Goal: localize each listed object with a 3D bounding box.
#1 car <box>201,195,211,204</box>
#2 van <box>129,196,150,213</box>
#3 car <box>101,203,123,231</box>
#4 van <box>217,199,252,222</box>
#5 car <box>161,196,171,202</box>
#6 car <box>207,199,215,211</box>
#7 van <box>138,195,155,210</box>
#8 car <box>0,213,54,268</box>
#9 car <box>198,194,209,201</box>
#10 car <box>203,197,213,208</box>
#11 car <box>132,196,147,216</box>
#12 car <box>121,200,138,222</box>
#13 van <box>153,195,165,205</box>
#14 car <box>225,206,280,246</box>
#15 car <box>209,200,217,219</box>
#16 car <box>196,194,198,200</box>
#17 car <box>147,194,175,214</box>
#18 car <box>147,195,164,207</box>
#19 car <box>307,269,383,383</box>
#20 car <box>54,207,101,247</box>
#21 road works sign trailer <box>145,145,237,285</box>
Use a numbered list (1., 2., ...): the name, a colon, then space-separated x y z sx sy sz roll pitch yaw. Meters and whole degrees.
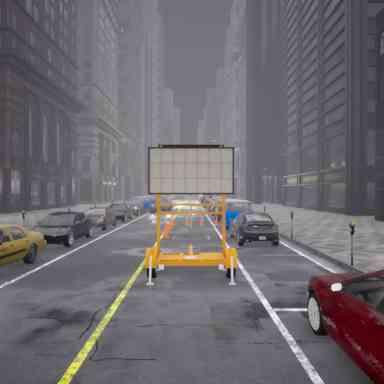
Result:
1. car: 2.648 1.576 48.894 1.887 1.381 4.507 0 0 0
2. van: -5.851 1.360 37.587 1.690 1.788 3.998 0 0 0
3. car: -5.811 1.588 20.677 1.802 1.307 4.206 0 0 0
4. van: 2.713 1.347 20.713 1.690 1.788 3.998 0 0 0
5. car: -5.943 1.616 77.042 1.887 1.381 4.507 0 0 0
6. car: 2.687 1.596 31.986 1.802 1.307 4.206 0 0 0
7. van: -5.865 1.366 43.223 1.690 1.788 3.998 0 0 0
8. car: -5.785 1.526 9.233 1.752 1.417 4.829 0 0 0
9. car: 2.621 1.360 60.167 2.192 1.841 5.009 0 0 0
10. car: 2.674 1.570 37.622 2.008 1.369 4.403 0 0 0
11. car: -5.838 1.454 31.950 1.967 1.590 4.097 0 0 0
12. car: -5.825 1.575 26.313 1.947 1.339 4.313 0 0 0
13. van: -5.904 1.386 60.132 1.690 1.788 3.998 0 0 0
14. car: 2.727 1.554 15.077 2.008 1.369 4.403 0 0 0
15. car: 2.700 1.560 26.349 2.008 1.369 4.403 0 0 0
16. car: 2.568 1.607 82.882 1.752 1.417 4.829 0 0 0
17. car: -3.180 1.368 34.962 2.097 1.767 4.553 0 0 0
18. car: -5.891 1.353 54.496 2.192 1.841 5.009 0 0 0
19. car: 2.753 1.545 3.804 1.887 1.381 4.507 0 0 0
20. car: -5.798 1.569 15.040 1.947 1.339 4.313 0 0 0
21. road works sign trailer: -0.021 0.466 9.456 2.380 3.560 2.880 0 0 0
